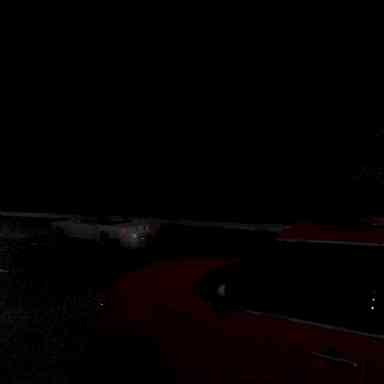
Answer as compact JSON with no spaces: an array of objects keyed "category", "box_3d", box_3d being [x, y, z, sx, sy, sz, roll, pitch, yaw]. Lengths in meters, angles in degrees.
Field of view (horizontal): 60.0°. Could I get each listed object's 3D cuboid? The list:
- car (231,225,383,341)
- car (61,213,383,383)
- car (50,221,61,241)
[{"category":"car","box_3d":[3.188,1.516,5.900,4.674,1.442,1.812,0,0,35]},{"category":"car","box_3d":[1.528,1.217,2.823,5.566,2.045,2.150,0,0,35]},{"category":"car","box_3d":[-4.256,1.596,14.996,4.718,1.301,1.895,0,0,32]}]
